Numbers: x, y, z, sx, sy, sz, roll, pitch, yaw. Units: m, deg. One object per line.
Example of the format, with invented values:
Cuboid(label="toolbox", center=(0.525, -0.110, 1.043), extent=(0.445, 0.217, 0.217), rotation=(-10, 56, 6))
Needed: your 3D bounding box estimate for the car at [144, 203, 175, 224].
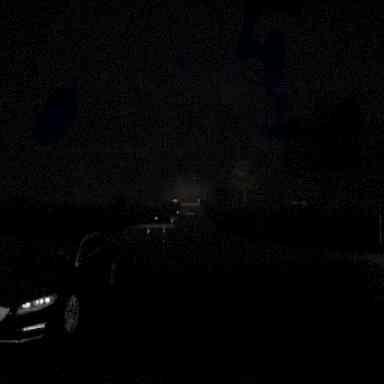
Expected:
Cuboid(label="car", center=(-2.823, 1.933, 28.432), extent=(1.994, 1.385, 4.181), rotation=(0, -1, 1))

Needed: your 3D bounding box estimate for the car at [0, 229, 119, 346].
Cuboid(label="car", center=(-2.822, 1.579, 6.861), extent=(2.128, 1.511, 4.902), rotation=(1, -1, 0))

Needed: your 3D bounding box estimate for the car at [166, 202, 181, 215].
Cuboid(label="car", center=(-2.823, 2.023, 40.610), extent=(2.128, 1.511, 4.902), rotation=(0, -1, 0))

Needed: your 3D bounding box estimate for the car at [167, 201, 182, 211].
Cuboid(label="car", center=(-2.768, 2.270, 54.463), extent=(2.033, 1.411, 5.357), rotation=(0, -1, 1))
